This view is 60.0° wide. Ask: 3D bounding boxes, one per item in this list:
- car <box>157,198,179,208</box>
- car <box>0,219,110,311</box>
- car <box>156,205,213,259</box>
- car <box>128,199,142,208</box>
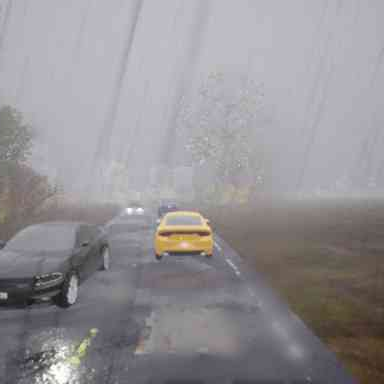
[{"bbox_3d":[-2.422,1.407,33.357,2.097,1.767,4.553,0,0,-8],"label":"car"},{"bbox_3d":[-3.338,1.489,8.123,1.882,1.535,5.008,0,0,-2],"label":"car"},{"bbox_3d":[-0.350,1.490,12.751,1.882,1.535,5.008,0,0,-3],"label":"car"},{"bbox_3d":[-8.668,1.726,50.265,1.895,1.301,4.718,0,0,-12],"label":"car"}]
